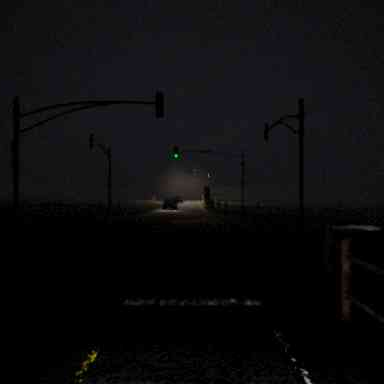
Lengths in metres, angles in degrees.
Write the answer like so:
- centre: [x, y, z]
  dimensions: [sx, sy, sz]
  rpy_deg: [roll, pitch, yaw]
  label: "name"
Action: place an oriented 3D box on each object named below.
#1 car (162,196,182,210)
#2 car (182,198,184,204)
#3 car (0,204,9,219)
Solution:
- centre: [-2.825, 1.546, 43.338]
  dimensions: [2.033, 1.411, 5.357]
  rpy_deg: [0, 0, 0]
  label: "car"
- centre: [-2.666, 1.509, 63.303]
  dimensions: [1.837, 1.490, 4.892]
  rpy_deg: [0, 0, 0]
  label: "car"
- centre: [-15.592, 1.214, 23.444]
  dimensions: [5.008, 1.535, 1.882]
  rpy_deg: [1, -1, 3]
  label: "car"
